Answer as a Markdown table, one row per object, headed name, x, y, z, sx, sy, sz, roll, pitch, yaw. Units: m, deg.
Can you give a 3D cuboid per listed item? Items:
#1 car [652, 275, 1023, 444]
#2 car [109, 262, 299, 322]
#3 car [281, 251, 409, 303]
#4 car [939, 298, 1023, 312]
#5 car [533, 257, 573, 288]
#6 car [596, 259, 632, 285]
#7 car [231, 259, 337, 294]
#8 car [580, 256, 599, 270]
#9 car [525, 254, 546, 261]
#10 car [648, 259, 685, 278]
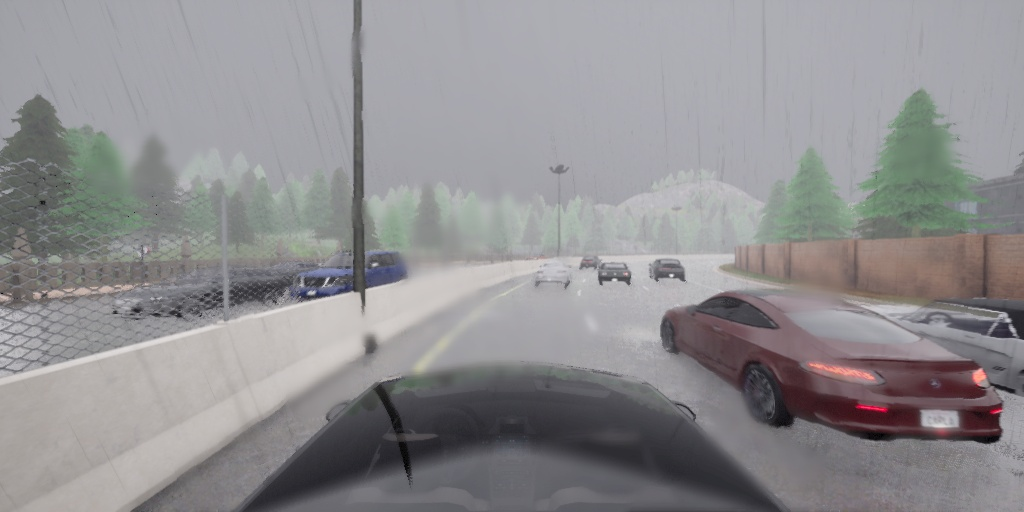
| name | x | y | z | sx | sy | sz | roll | pitch | yaw |
| --- | --- | --- | --- | --- | --- | --- | --- | --- | --- |
| car | 3.857 | 1.225 | 5.414 | 1.812 | 1.442 | 4.674 | 0 | 1 | 3 |
| car | -9.840 | 1.111 | 11.792 | 2.128 | 1.511 | 4.902 | 0 | 1 | 7 |
| car | -6.044 | 0.808 | 14.227 | 2.150 | 2.045 | 5.566 | 0 | 0 | 8 |
| car | 7.302 | 1.298 | 5.451 | 1.895 | 1.301 | 4.718 | 0 | 1 | 3 |
| car | 2.570 | 1.013 | 21.272 | 1.812 | 1.442 | 4.674 | 0 | 1 | 12 |
| car | 6.556 | 1.063 | 23.090 | 1.895 | 1.301 | 4.718 | 0 | 1 | 14 |
| car | -12.205 | 1.005 | 19.723 | 2.128 | 1.511 | 4.902 | 0 | 1 | 11 |
| car | 8.914 | 0.739 | 40.006 | 1.837 | 1.490 | 4.892 | 0 | 1 | 24 |
| car | 3.534 | 0.425 | 53.016 | 2.097 | 1.767 | 4.553 | 0 | 1 | 30 |
| car | 10.735 | 0.940 | 24.984 | 1.837 | 1.490 | 4.892 | 0 | 1 | 15 |
